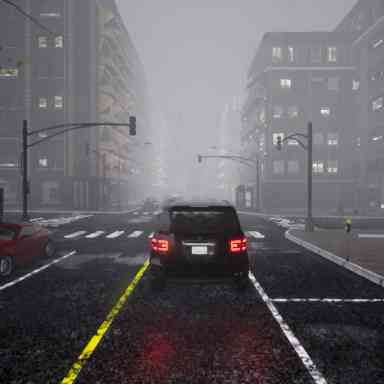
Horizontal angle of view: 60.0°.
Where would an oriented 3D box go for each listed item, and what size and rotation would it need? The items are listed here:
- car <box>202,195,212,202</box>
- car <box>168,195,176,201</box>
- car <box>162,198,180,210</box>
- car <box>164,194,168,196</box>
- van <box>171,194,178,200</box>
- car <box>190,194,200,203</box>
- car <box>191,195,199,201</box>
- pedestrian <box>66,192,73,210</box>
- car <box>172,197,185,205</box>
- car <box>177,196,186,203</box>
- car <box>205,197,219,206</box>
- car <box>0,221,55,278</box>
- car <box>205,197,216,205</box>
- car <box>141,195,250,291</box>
[{"bbox_3d":[3.426,1.440,76.184,1.967,1.590,4.097,0,0,1],"label":"car"},{"bbox_3d":[-4.899,1.525,81.741,1.752,1.417,4.829,0,0,1],"label":"car"},{"bbox_3d":[-2.671,1.562,43.069,1.994,1.385,4.181,0,0,2],"label":"car"},{"bbox_3d":[-5.010,1.314,70.633,2.192,1.841,5.009,0,0,1],"label":"car"},{"bbox_3d":[-4.786,1.340,93.188,1.690,1.788,3.998,0,0,1],"label":"van"},{"bbox_3d":[0.724,1.354,72.938,2.097,1.767,4.553,0,0,1],"label":"car"},{"bbox_3d":[0.806,1.477,82.715,1.882,1.535,5.008,0,0,1],"label":"car"},{"bbox_3d":[-12.395,0.902,33.504,0.375,1.860,0.375,0,-1,0],"label":"pedestrian"},{"bbox_3d":[-2.466,1.563,61.610,1.994,1.385,4.181,0,0,1],"label":"car"},{"bbox_3d":[-2.302,1.522,71.915,1.812,1.442,4.674,0,0,1],"label":"car"},{"bbox_3d":[3.204,1.549,53.630,2.008,1.369,4.403,0,0,1],"label":"car"},{"bbox_3d":[-5.607,1.581,10.033,1.802,1.307,4.206,0,0,1],"label":"car"},{"bbox_3d":[3.260,1.543,59.268,1.887,1.381,4.507,0,0,1],"label":"car"},{"bbox_3d":[0.171,1.221,9.114,2.150,2.045,5.566,0,0,1],"label":"car"}]
